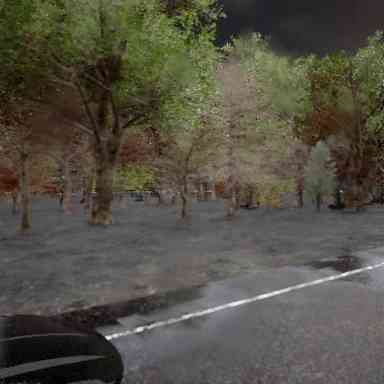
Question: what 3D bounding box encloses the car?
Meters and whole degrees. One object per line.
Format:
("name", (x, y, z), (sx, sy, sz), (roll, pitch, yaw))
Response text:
("car", (-2.800, 1.483, 1.749), (5.008, 1.535, 1.882), (-1, 0, -35))
